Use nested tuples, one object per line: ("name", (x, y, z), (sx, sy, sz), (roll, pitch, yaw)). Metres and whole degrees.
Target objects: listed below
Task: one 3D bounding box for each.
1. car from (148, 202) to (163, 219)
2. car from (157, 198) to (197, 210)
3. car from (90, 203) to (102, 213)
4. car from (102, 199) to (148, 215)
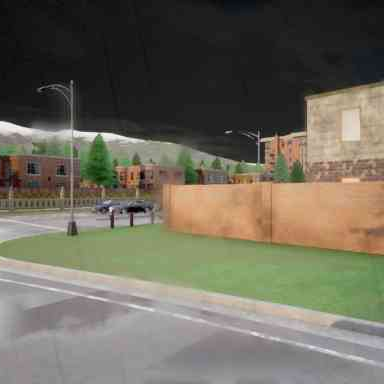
("car", (-0.900, 1.547, 28.629), (2.033, 1.411, 5.357), (0, 0, 41))
("car", (-1.862, 1.547, 43.391), (2.033, 1.411, 5.357), (0, 0, 41))
("car", (-8.637, 1.526, 35.702), (1.812, 1.442, 4.674), (0, 0, 41))
("car", (-6.077, 1.492, 33.343), (2.128, 1.511, 4.902), (0, 0, 41))
